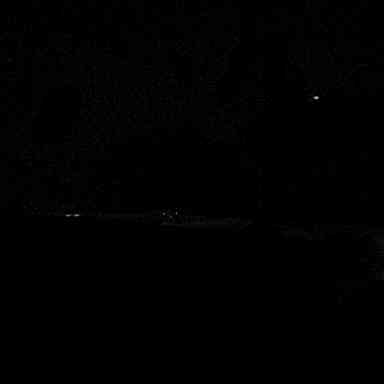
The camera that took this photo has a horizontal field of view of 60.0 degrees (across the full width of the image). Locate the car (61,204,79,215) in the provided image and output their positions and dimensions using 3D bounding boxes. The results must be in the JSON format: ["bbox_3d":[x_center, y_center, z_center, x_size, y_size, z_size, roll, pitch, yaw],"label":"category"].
[{"bbox_3d":[-23.611,3.323,64.381,2.150,2.045,5.566,-1,-2,-36],"label":"car"}]

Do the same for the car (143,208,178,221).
[{"bbox_3d":[-3.446,2.390,36.101,1.895,1.301,4.718,-1,-1,-36],"label":"car"}]
